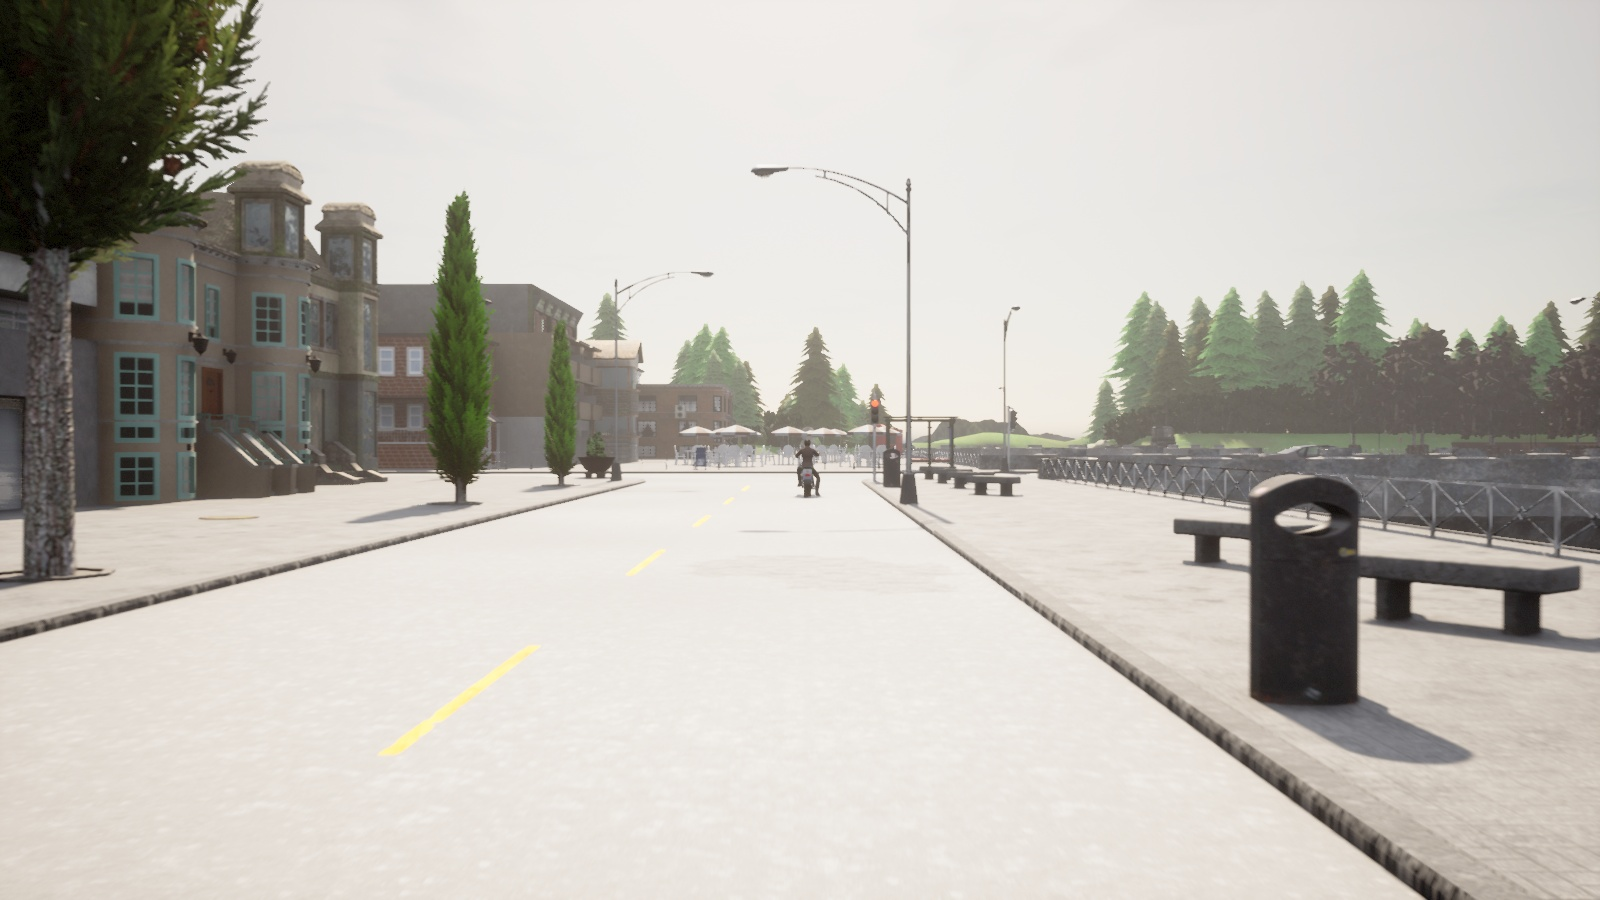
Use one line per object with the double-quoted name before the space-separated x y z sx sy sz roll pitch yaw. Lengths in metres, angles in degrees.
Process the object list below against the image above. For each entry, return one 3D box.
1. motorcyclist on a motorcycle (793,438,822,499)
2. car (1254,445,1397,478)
"motorcyclist on a motorcycle" 0.211 0.498 35.368 0.766 1.649 2.350 0 0 0
"car" 22.849 0.504 54.729 5.357 1.411 2.033 0 0 0
